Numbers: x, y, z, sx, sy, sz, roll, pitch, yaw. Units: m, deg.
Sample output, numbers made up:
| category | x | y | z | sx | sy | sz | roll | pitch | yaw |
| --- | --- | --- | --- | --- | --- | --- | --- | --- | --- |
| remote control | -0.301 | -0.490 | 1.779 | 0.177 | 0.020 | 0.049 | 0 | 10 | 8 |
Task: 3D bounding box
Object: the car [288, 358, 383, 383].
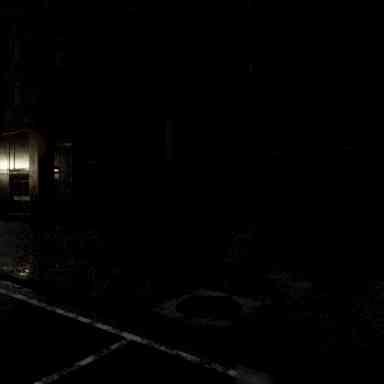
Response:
| category | x | y | z | sx | sy | sz | roll | pitch | yaw |
| --- | --- | --- | --- | --- | --- | --- | --- | --- | --- |
| car | 2.462 | 1.545 | 1.209 | 4.507 | 1.381 | 1.887 | 0 | 0 | 36 |
